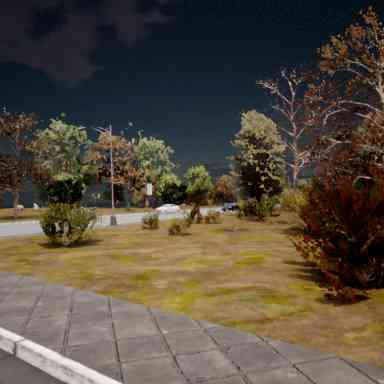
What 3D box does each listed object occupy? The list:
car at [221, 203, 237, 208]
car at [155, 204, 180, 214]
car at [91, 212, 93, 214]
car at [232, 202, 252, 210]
[{"bbox_3d":[6.300,2.313,51.018,1.895,1.301,4.718,-3,-2,32],"label":"car"},{"bbox_3d":[-3.535,2.512,48.814,1.812,1.442,4.674,-3,-2,32],"label":"car"},{"bbox_3d":[-12.517,2.449,34.517,2.033,1.411,5.357,-3,-2,32],"label":"car"},{"bbox_3d":[9.414,2.577,62.496,1.895,1.301,4.718,-3,-2,33],"label":"car"}]
